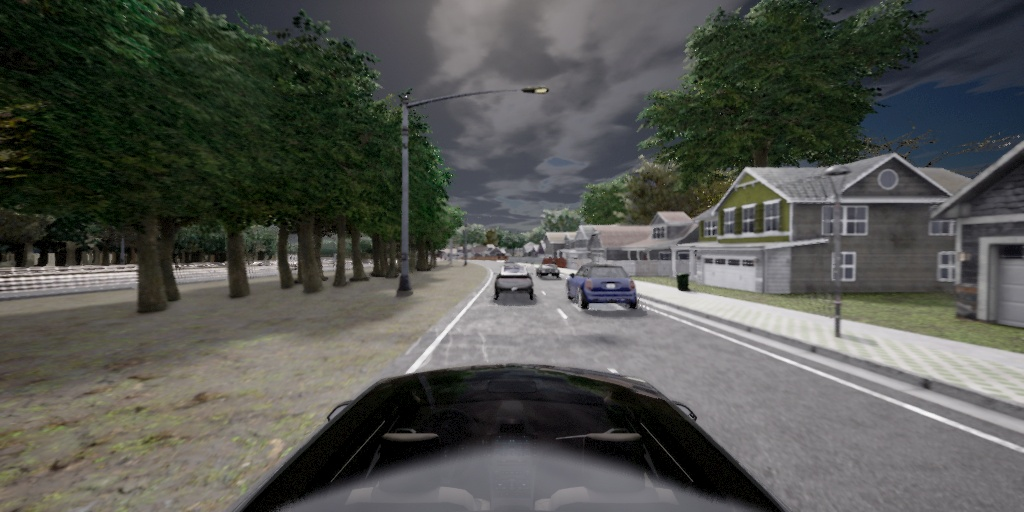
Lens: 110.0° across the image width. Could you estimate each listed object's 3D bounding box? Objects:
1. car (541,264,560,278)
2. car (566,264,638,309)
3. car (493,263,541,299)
[{"bbox_3d":[3.310,1.421,34.230,1.895,1.301,4.718,0,0,-2],"label":"car"},{"bbox_3d":[3.595,1.118,15.159,2.097,1.767,4.553,0,0,0],"label":"car"},{"bbox_3d":[0.088,1.265,18.188,2.128,1.511,4.902,0,0,0],"label":"car"}]
